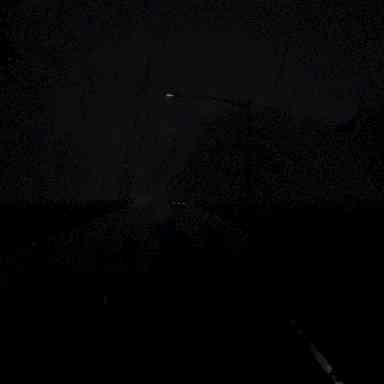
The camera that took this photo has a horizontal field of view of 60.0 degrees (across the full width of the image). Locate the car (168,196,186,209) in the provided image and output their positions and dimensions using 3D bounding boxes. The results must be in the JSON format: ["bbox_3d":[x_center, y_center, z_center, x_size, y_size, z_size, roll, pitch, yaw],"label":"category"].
[{"bbox_3d":[-1.779,1.372,41.408,2.033,1.411,5.357,0,0,-5],"label":"car"}]

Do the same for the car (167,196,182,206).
[{"bbox_3d":[-2.700,1.311,50.111,2.033,1.411,5.357,0,0,-6],"label":"car"}]
